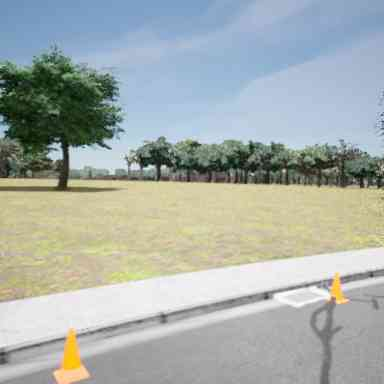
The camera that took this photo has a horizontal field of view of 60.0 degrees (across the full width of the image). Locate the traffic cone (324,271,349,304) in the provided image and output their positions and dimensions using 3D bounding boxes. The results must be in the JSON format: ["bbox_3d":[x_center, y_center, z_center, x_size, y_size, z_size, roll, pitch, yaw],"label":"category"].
[{"bbox_3d":[2.942,1.905,6.755,0.340,0.580,0.340,0,0,-30],"label":"traffic cone"}]

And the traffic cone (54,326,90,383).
[{"bbox_3d":[-1.462,1.929,4.039,0.340,0.580,0.340,0,1,-34],"label":"traffic cone"}]
